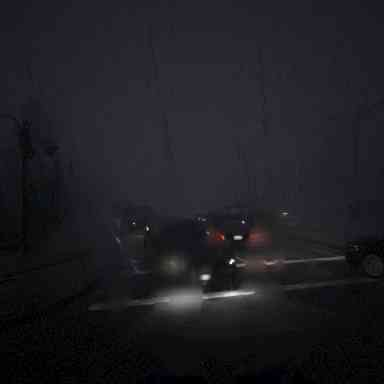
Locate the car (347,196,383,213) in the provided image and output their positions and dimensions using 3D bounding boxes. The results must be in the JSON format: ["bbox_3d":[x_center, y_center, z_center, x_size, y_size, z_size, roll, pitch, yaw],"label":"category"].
[{"bbox_3d":[15.578,1.356,29.226,1.970,1.475,3.806,0,0,-17],"label":"car"}]

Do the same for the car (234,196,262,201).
[{"bbox_3d":[7.327,1.287,46.177,2.007,1.523,4.514,0,0,-17],"label":"car"}]

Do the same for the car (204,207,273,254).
[{"bbox_3d":[1.348,1.538,13.403,2.033,1.411,5.357,0,0,-4],"label":"car"}]

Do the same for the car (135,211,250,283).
[{"bbox_3d":[-0.370,1.543,10.122,2.033,1.411,5.357,0,0,-15],"label":"car"}]

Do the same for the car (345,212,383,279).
[{"bbox_3d":[6.534,1.475,8.257,5.008,1.535,1.882,0,0,39],"label":"car"}]

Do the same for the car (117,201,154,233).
[{"bbox_3d":[-3.111,1.529,19.954,2.033,1.411,5.357,0,0,-17],"label":"car"}]

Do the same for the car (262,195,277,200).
[{"bbox_3d":[10.314,1.277,47.135,2.152,1.636,5.027,0,0,-17],"label":"car"}]

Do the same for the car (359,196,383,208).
[{"bbox_3d":[23.875,1.273,43.219,1.845,1.501,3.633,0,0,-17],"label":"car"}]

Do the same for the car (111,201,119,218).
[{"bbox_3d":[-6.280,1.515,30.103,2.033,1.411,5.357,0,0,-17],"label":"car"}]

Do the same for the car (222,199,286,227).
[{"bbox_3d":[2.839,1.466,19.909,5.357,1.411,2.033,-3,1,-15],"label":"car"}]
